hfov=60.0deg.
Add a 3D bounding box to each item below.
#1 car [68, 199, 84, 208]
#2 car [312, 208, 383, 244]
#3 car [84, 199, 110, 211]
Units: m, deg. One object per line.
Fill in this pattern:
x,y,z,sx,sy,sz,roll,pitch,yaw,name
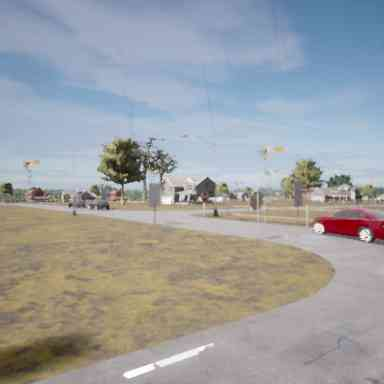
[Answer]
-19.316,1.962,55.657,2.128,1.511,4.902,0,-1,-36,car
8.123,1.522,16.463,1.882,1.535,5.008,0,0,-20,car
-13.268,1.833,47.329,1.837,1.490,4.892,-1,0,-35,car
